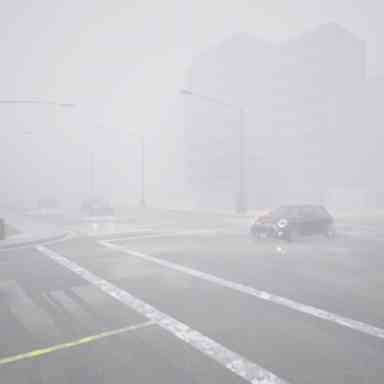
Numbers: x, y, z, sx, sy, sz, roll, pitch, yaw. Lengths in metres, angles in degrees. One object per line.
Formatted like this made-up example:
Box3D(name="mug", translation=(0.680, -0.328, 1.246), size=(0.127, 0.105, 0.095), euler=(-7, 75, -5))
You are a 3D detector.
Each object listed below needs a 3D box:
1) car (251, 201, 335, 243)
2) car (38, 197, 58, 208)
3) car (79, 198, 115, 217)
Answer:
Box3D(name="car", translation=(4.987, 1.369, 16.329), size=(4.553, 1.767, 2.097), euler=(0, 0, -37))
Box3D(name="car", translation=(-20.475, 1.470, 47.152), size=(1.882, 1.535, 5.008), euler=(0, 0, -36))
Box3D(name="car", translation=(-9.093, 1.345, 31.672), size=(2.097, 1.767, 4.553), euler=(0, 0, -36))
